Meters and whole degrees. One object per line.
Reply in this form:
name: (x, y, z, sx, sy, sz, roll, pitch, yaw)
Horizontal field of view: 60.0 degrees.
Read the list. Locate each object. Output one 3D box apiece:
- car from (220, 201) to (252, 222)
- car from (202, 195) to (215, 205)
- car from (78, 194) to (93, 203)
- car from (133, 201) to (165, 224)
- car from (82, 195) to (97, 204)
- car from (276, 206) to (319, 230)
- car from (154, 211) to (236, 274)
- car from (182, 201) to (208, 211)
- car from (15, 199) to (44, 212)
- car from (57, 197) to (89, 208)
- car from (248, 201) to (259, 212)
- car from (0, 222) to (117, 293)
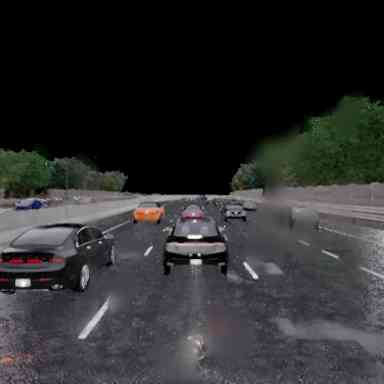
car: (3.507, 1.749, 28.874, 2.033, 1.411, 5.357, 0, 0, 0)
car: (3.514, 1.768, 64.829, 1.812, 1.442, 4.674, 0, 0, 0)
car: (-24.483, 1.471, 76.455, 2.097, 1.767, 4.553, 0, 0, 0)
car: (-3.394, 1.546, 27.091, 2.097, 1.767, 4.553, 0, 0, 0)
car: (-17.531, 1.777, 56.464, 1.812, 1.442, 4.674, 0, 0, 1)
car: (7.092, 1.702, 22.652, 1.812, 1.442, 4.674, 0, 0, 0)
car: (0.102, 1.599, 10.935, 2.128, 1.511, 4.902, 0, 0, 0)
car: (0.106, 1.765, 28.684, 1.994, 1.385, 4.181, 0, 0, 0)
car: (-21.066, 1.720, 43.330, 1.882, 1.535, 5.008, 0, 0, 0)
car: (-14.082, 1.725, 38.631, 2.128, 1.511, 4.902, 0, 0, 0)
car: (7.108, 1.805, 42.037, 1.994, 1.385, 4.181, 0, 0, 0)
car: (-3.398, 1.597, 9.108, 1.837, 1.490, 4.892, 0, 0, 0)
